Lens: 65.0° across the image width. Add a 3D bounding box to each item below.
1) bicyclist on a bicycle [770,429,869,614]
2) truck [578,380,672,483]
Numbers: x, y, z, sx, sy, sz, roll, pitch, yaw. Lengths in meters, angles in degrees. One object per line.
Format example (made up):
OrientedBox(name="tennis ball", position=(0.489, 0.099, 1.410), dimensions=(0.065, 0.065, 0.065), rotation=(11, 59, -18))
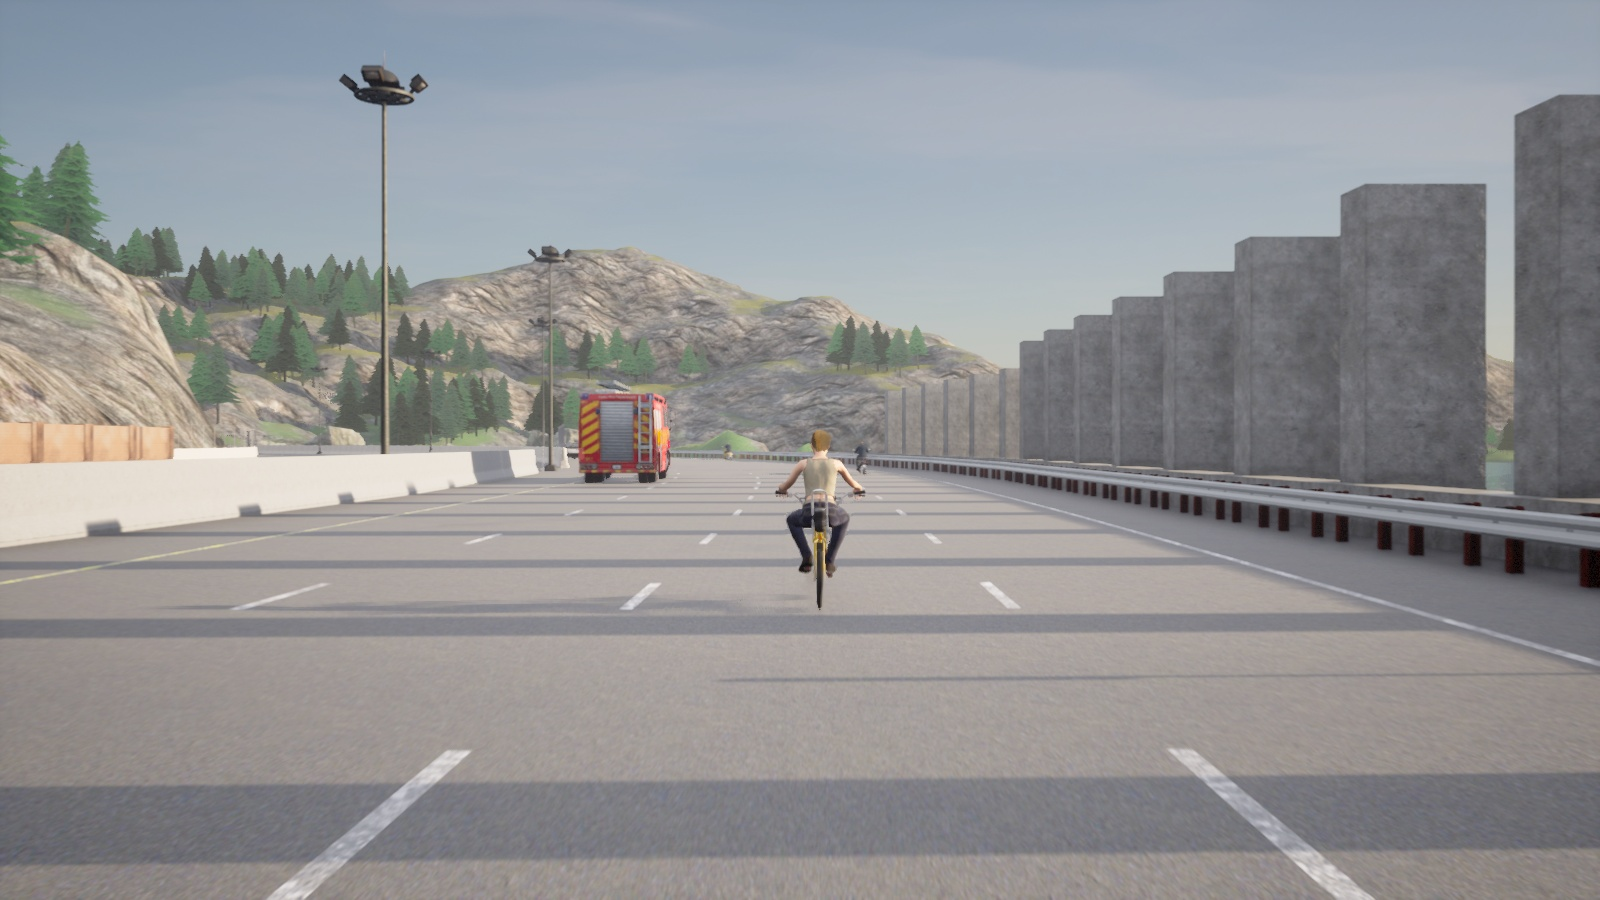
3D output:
OrientedBox(name="bicyclist on a bicycle", position=(0.187, 0.617, 11.712), dimensions=(0.866, 1.612, 1.509), rotation=(0, 0, 1))
OrientedBox(name="truck", position=(-6.940, -0.711, 50.904), dimensions=(2.891, 3.827, 8.468), rotation=(0, 0, -2))
